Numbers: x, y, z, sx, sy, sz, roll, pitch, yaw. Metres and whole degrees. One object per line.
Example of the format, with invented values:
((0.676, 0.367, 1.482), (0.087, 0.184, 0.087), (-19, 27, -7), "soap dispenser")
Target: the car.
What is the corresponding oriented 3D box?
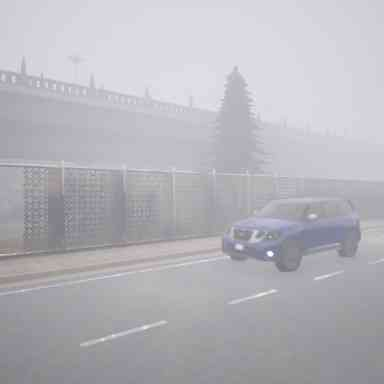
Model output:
((3.537, 1.222, 11.184), (5.566, 2.045, 2.150), (0, 0, -38), "car")
